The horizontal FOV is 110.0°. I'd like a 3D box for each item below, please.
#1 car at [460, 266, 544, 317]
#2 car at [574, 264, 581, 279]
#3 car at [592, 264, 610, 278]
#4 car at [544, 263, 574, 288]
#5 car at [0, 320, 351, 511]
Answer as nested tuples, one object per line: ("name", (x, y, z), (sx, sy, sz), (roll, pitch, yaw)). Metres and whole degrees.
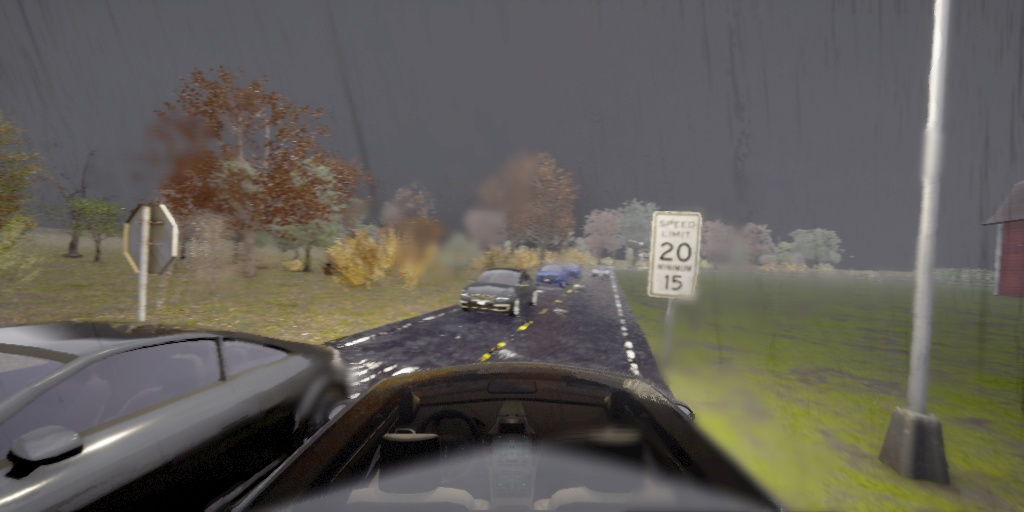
("car", (-0.300, 1.195, 13.222), (1.837, 1.490, 4.892), (4, 0, 15))
("car", (6.017, 1.480, 36.664), (1.882, 1.535, 5.008), (4, 0, 15))
("car", (10.406, 1.855, 41.867), (1.895, 1.301, 4.718), (4, 0, 15))
("car", (2.950, 1.330, 25.365), (1.882, 1.535, 5.008), (4, 0, 15))
("car", (-2.784, 1.133, 2.003), (1.994, 1.385, 4.181), (3, 0, 7))
